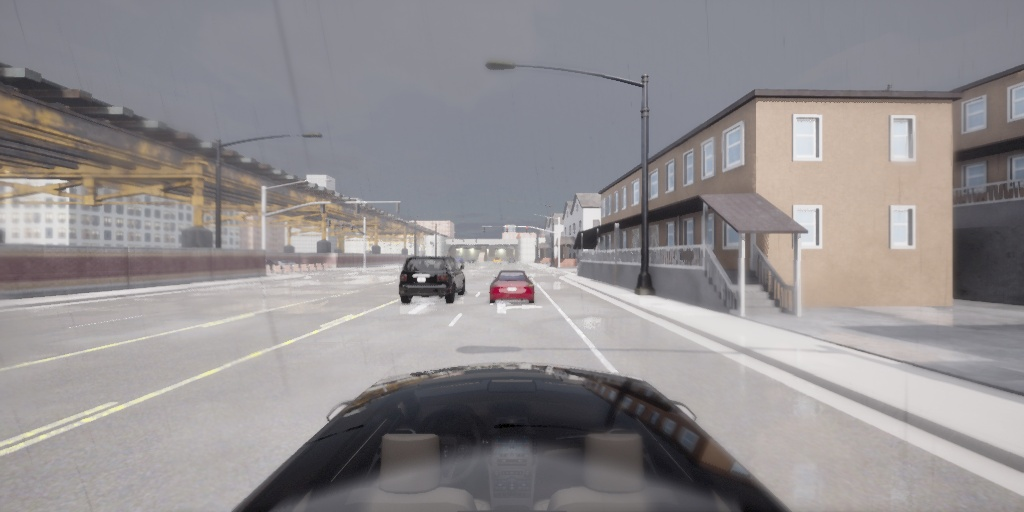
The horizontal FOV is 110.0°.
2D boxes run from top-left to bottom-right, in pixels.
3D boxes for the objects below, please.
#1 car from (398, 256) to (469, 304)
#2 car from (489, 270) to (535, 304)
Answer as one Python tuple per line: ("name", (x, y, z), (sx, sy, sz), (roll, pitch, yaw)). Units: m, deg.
("car", (-3.500, 1.006, 16.530), (2.150, 2.045, 5.566), (0, 0, 0))
("car", (0.002, 1.317, 16.501), (1.994, 1.385, 4.181), (0, 0, 0))
